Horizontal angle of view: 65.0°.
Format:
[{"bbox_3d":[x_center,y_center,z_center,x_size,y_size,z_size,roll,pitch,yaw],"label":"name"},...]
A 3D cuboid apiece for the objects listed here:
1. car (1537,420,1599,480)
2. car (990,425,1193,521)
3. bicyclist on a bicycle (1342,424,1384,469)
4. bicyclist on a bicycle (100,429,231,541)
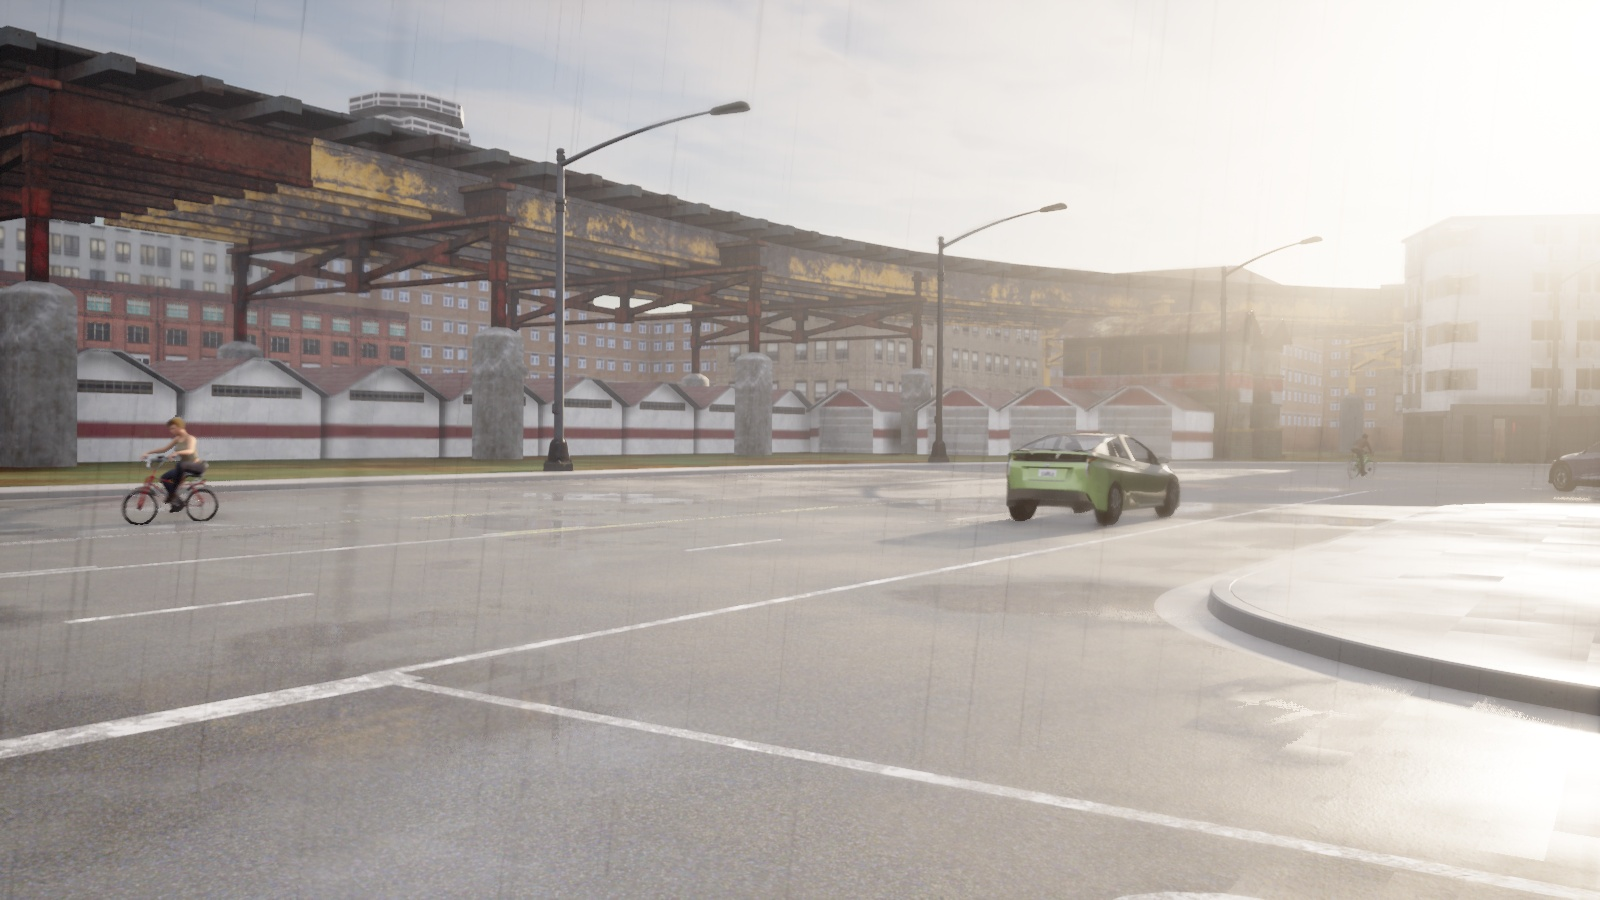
[{"bbox_3d":[22.718,-0.013,34.354,2.033,1.649,4.856,-1,1,-3],"label":"car"},{"bbox_3d":[5.260,0.325,22.208,2.007,1.525,4.514,0,1,34],"label":"car"},{"bbox_3d":[20.532,-0.129,45.773,1.656,1.620,0.582,-1,1,-33],"label":"bicyclist on a bicycle"},{"bbox_3d":[-9.548,0.489,18.950,0.866,1.612,1.509,0,1,34],"label":"bicyclist on a bicycle"}]
